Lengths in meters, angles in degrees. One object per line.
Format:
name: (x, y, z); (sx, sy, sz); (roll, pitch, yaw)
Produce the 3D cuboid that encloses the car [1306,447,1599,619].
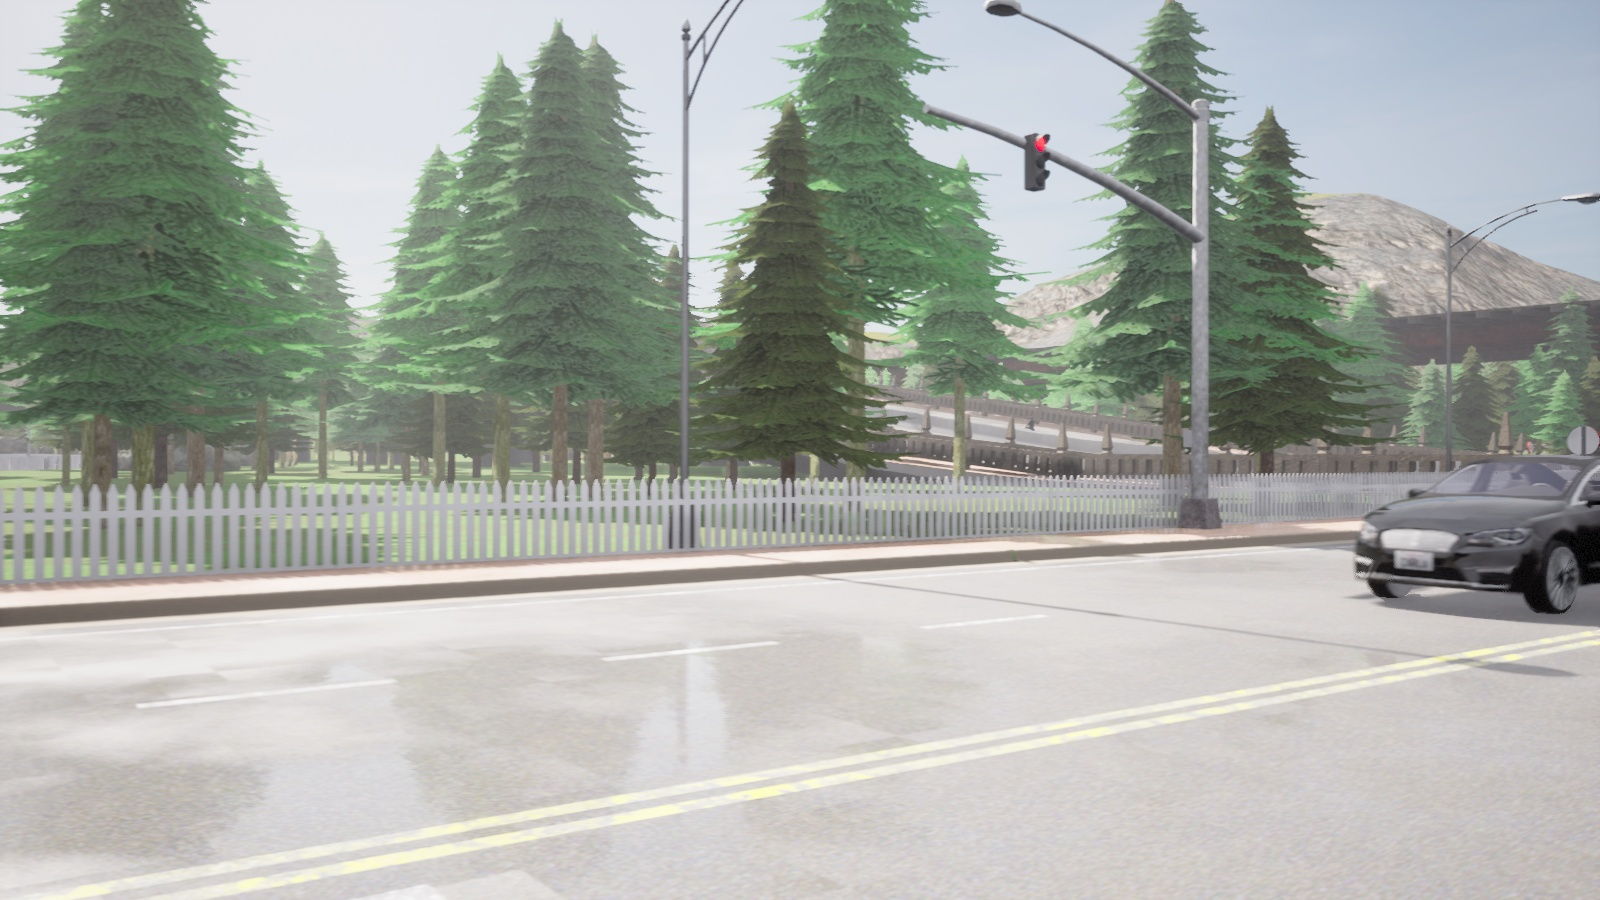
car: (7.777, 0.739, 13.335); (4.902, 1.511, 2.128); (0, 0, -35)
